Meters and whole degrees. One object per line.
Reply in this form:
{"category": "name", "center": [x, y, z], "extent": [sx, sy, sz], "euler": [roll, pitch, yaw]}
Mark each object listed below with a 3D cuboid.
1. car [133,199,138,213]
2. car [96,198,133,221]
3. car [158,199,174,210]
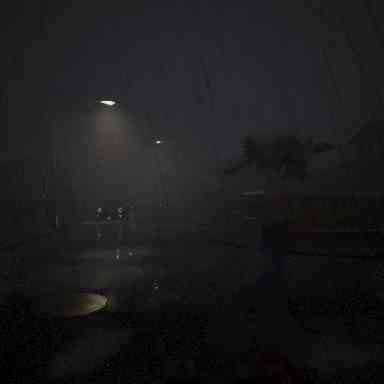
{"category": "car", "center": [-7.098, 1.505, 37.171], "extent": [1.837, 1.490, 4.892], "euler": [0, 0, -4]}
{"category": "car", "center": [-6.304, 1.352, 26.832], "extent": [2.097, 1.767, 4.553], "euler": [0, 0, -4]}
{"category": "car", "center": [-3.353, 1.601, 42.760], "extent": [1.895, 1.301, 4.718], "euler": [0, 0, -4]}
